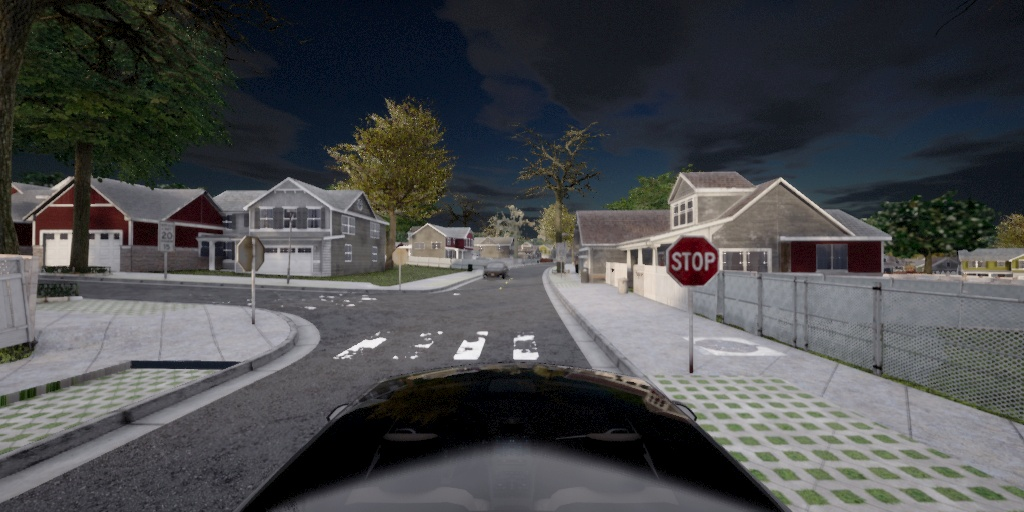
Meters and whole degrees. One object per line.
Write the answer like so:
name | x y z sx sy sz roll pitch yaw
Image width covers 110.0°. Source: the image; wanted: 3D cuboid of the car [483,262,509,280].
car | -1.384 1.272 32.124 1.882 1.535 5.008 0 0 5
